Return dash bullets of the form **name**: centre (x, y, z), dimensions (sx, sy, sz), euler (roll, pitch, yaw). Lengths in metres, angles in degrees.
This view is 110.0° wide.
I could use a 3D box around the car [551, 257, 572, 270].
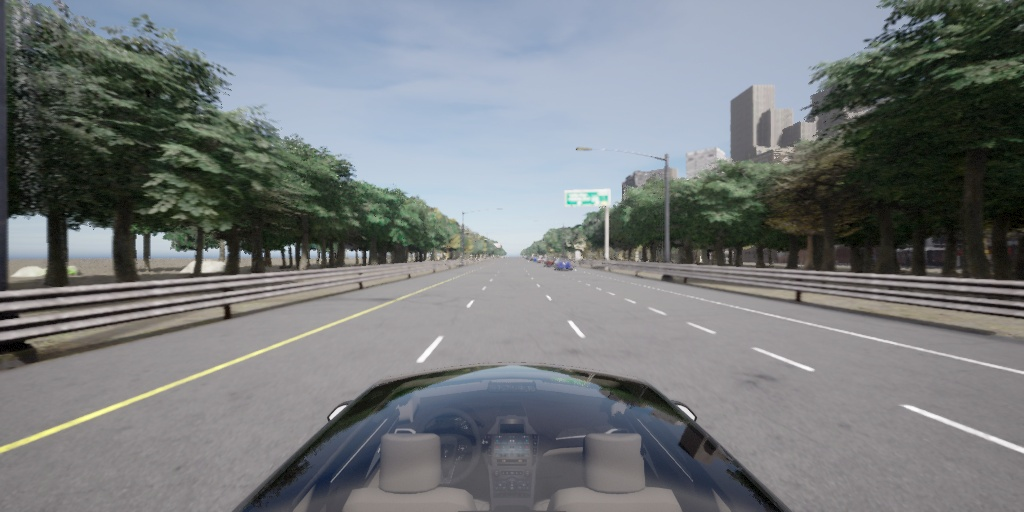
- **car**: centre (7.127, 1.080, 50.743), dimensions (2.097, 1.767, 4.553), euler (0, 0, 0)
